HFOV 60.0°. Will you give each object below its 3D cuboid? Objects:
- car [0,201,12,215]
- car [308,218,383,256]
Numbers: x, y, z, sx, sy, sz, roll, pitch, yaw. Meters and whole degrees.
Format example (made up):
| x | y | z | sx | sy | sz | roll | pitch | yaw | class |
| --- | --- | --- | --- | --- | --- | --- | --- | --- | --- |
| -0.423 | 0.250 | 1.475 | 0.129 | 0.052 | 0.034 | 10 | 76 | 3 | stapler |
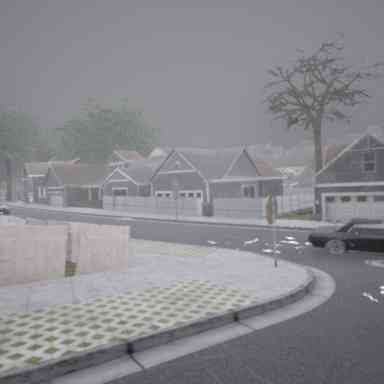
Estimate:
| x | y | z | sx | sy | sz | roll | pitch | yaw | class |
| --- | --- | --- | --- | --- | --- | --- | --- | --- | --- |
| -20.238 | 1.642 | 33.984 | 5.357 | 1.411 | 2.033 | 0 | 3 | 44 | car |
| 6.947 | 1.696 | 12.372 | 4.718 | 1.301 | 1.895 | 0 | 3 | 32 | car |
